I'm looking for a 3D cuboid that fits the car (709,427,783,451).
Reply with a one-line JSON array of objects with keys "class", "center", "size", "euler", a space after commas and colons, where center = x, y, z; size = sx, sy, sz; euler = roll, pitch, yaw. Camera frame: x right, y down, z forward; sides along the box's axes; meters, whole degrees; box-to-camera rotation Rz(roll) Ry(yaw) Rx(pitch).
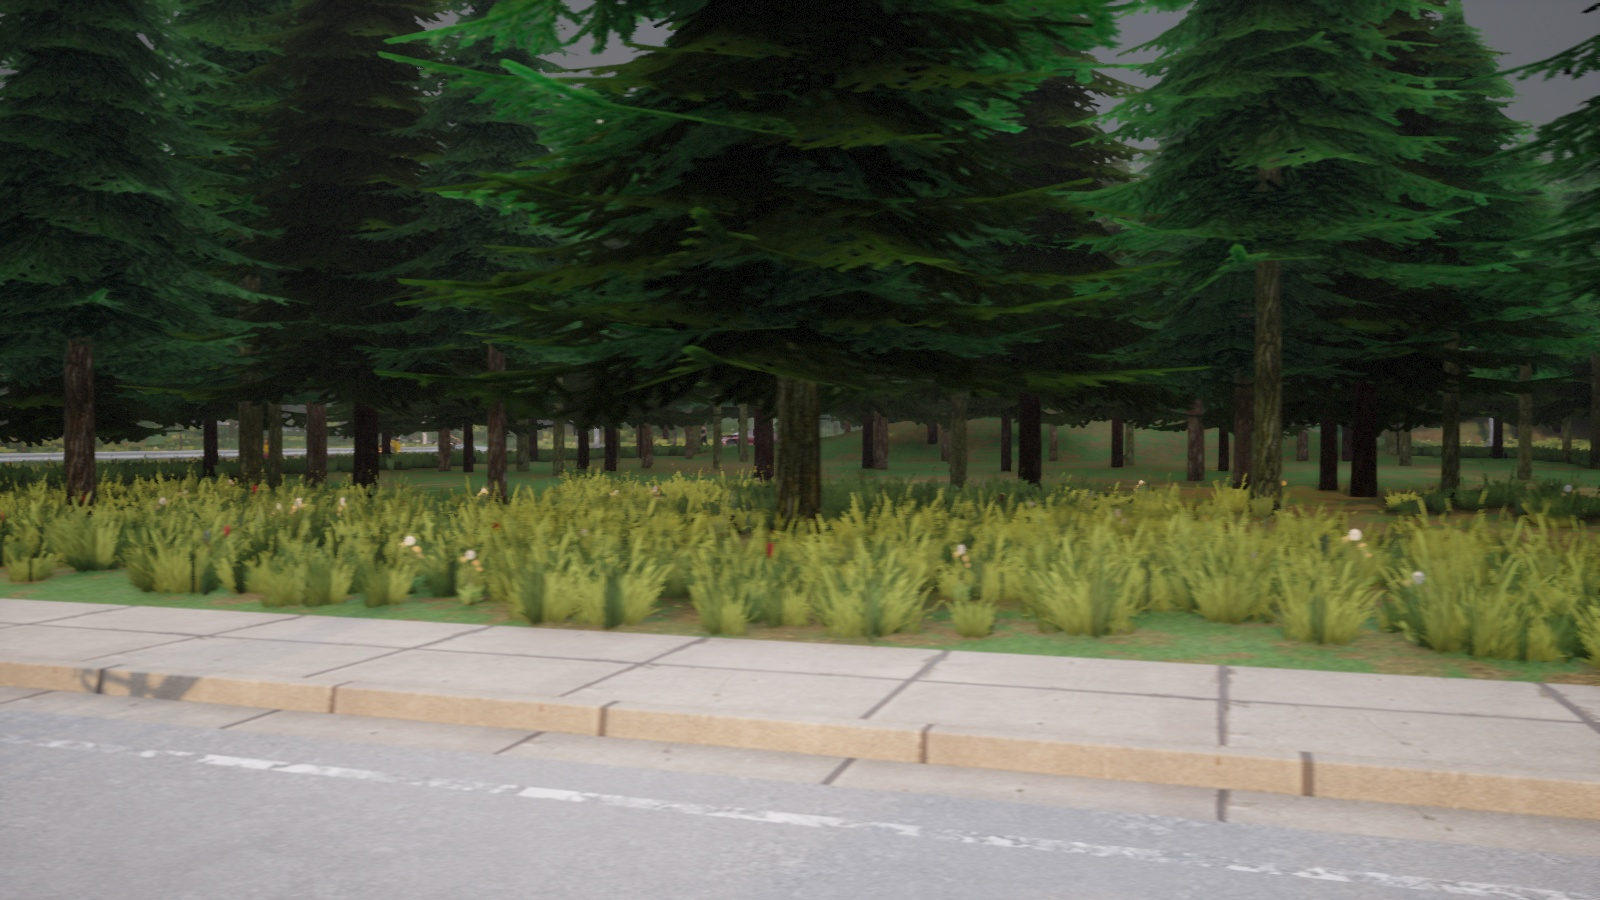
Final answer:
[{"class": "car", "center": [-3.837, -0.772, 89.546], "size": [4.856, 1.649, 2.033], "euler": [0, 1, -21]}]
